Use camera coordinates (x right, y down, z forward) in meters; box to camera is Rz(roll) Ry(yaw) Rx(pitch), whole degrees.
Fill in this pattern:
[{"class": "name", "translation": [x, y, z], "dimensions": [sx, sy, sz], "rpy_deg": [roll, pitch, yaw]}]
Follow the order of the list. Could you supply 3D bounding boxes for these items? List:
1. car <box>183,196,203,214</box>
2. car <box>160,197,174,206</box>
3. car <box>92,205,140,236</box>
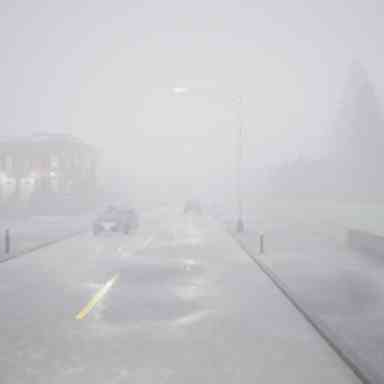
[{"class": "car", "translation": [0.087, 1.517, 36.277], "dimensions": [1.837, 1.490, 4.892], "rpy_deg": [0, 0, 0]}, {"class": "car", "translation": [-4.036, 1.495, 53.657], "dimensions": [1.882, 1.535, 5.008], "rpy_deg": [0, 1, 0]}, {"class": "car", "translation": [-4.094, 1.499, 18.578], "dimensions": [2.128, 1.511, 4.902], "rpy_deg": [0, 0, 0]}]
